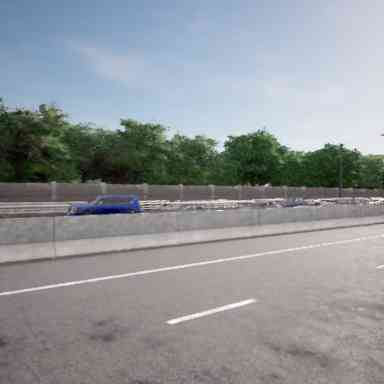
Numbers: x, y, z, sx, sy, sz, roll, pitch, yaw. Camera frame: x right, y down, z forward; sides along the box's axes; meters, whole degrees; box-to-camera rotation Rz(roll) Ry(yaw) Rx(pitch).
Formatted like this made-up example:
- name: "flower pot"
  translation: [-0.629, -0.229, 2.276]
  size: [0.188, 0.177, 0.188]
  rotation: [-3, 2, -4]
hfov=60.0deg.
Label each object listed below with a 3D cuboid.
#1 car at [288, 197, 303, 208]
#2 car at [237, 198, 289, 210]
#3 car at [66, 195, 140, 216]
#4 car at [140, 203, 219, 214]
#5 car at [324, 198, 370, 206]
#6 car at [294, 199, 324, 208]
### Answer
- name: "car"
  translation: [11.079, 1.413, 37.552]
  size: [4.553, 1.767, 2.097]
  rotation: [0, 0, -35]
- name: "car"
  translation: [6.122, 1.554, 29.794]
  size: [4.892, 1.490, 1.837]
  rotation: [1, -1, -35]
- name: "car"
  translation: [-6.487, 1.245, 25.152]
  size: [5.566, 2.045, 2.150]
  rotation: [0, 0, -35]
- name: "car"
  translation: [-0.436, 1.519, 20.863]
  size: [4.902, 1.511, 2.128]
  rotation: [0, 0, -35]
- name: "car"
  translation: [15.148, 1.413, 31.857]
  size: [4.553, 1.767, 2.097]
  rotation: [0, 0, -36]
- name: "car"
  translation: [13.170, 1.695, 34.742]
  size: [4.718, 1.301, 1.895]
  rotation: [0, 0, -35]
